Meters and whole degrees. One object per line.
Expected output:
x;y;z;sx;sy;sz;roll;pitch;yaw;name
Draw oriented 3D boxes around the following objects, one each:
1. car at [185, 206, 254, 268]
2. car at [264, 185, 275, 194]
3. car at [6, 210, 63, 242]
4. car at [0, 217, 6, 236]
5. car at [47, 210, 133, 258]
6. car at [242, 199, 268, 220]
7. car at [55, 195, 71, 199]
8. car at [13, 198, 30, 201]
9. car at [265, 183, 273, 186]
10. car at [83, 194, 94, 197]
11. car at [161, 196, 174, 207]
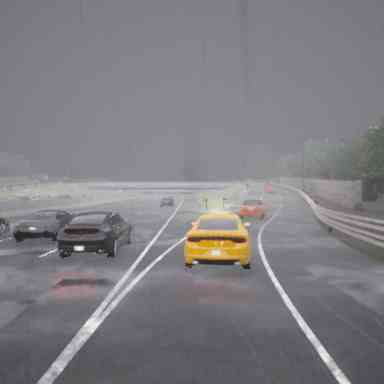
0.962;1.474;11.355;1.882;1.535;5.008;0;0;7;car
17.575;-0.242;74.624;1.895;1.301;4.718;0;3;11;car
-6.923;1.557;16.424;1.994;1.385;4.181;0;0;0;car
-10.421;1.497;15.368;1.837;1.490;4.892;0;0;0;car
-3.514;1.501;12.778;1.837;1.490;4.892;0;0;0;car
5.570;1.437;29.817;2.097;1.767;4.553;0;1;17;car
-24.864;1.365;64.194;2.033;1.411;5.357;0;0;-1;car
-24.771;1.506;48.358;1.994;1.385;4.181;0;0;0;car
19.524;-1.296;84.493;2.150;2.045;5.566;0;3;10;car
-25.077;1.277;80.050;1.994;1.385;4.181;0;0;-1;car
-3.723;1.425;51.019;2.128;1.511;4.902;0;0;-1;car
